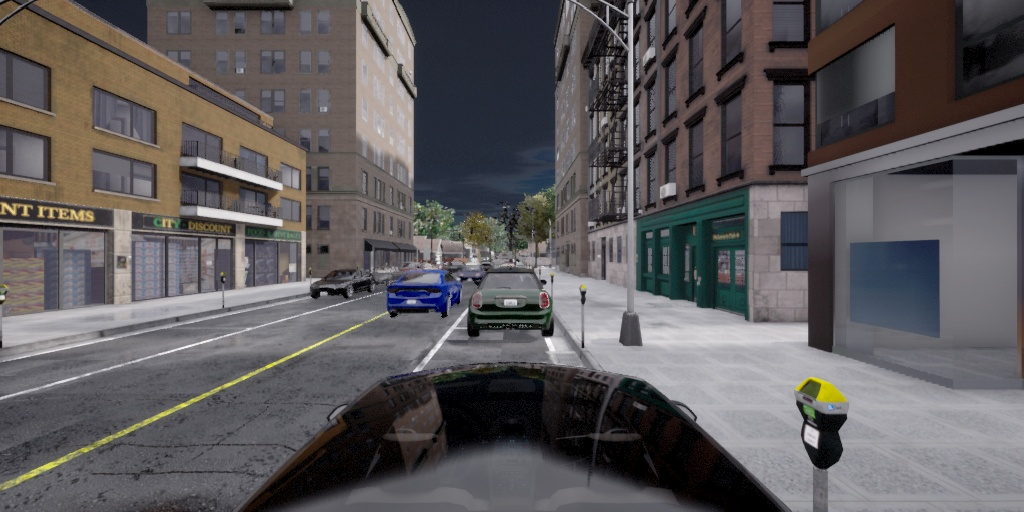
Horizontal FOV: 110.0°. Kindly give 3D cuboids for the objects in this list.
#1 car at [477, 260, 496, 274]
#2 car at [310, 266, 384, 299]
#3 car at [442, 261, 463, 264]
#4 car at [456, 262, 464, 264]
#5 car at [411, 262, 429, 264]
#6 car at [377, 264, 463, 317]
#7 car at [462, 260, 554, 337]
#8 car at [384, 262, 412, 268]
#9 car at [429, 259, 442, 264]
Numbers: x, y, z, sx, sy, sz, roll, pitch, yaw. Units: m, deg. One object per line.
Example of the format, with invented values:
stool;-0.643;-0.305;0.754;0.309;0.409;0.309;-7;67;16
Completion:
car;-2.942;1.270;42.227;1.837;1.490;4.892;0;0;0
car;-8.408;1.316;18.201;1.948;1.339;4.313;0;0;0
car;-5.857;1.266;37.450;1.837;1.490;4.892;0;0;0
car;-2.940;1.355;27.333;1.895;1.301;4.718;0;0;0
car;-8.408;1.195;29.238;1.967;1.591;4.097;0;0;0
car;-3.027;1.227;13.244;1.882;1.535;5.008;0;0;0
car;-0.033;1.103;10.470;2.097;1.767;4.553;0;0;0
car;-8.408;1.303;23.719;2.007;1.370;4.403;0;0;0
car;-8.408;1.285;34.586;1.751;1.417;4.829;0;0;0
